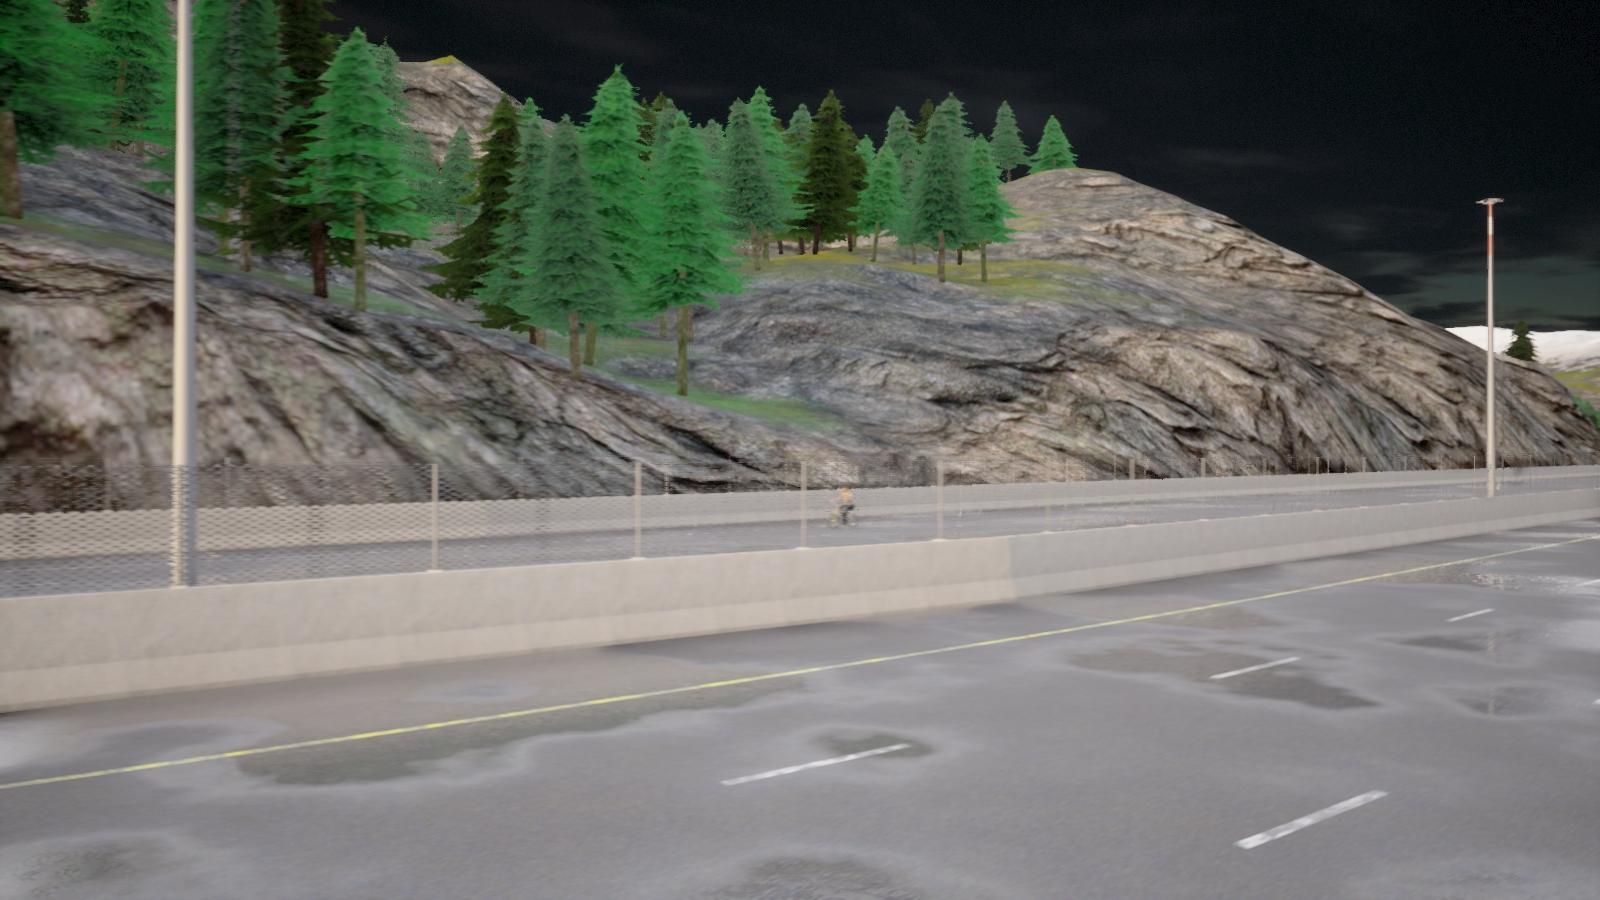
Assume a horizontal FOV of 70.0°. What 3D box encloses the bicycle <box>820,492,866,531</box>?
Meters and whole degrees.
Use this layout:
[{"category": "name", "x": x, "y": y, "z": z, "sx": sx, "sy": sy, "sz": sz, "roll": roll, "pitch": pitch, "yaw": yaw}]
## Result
[{"category": "bicycle", "x": 1.556, "y": 2.203, "z": 41.155, "sx": 1.487, "sy": 1.295, "sz": 0.859, "roll": 0, "pitch": 0, "yaw": -42}]
